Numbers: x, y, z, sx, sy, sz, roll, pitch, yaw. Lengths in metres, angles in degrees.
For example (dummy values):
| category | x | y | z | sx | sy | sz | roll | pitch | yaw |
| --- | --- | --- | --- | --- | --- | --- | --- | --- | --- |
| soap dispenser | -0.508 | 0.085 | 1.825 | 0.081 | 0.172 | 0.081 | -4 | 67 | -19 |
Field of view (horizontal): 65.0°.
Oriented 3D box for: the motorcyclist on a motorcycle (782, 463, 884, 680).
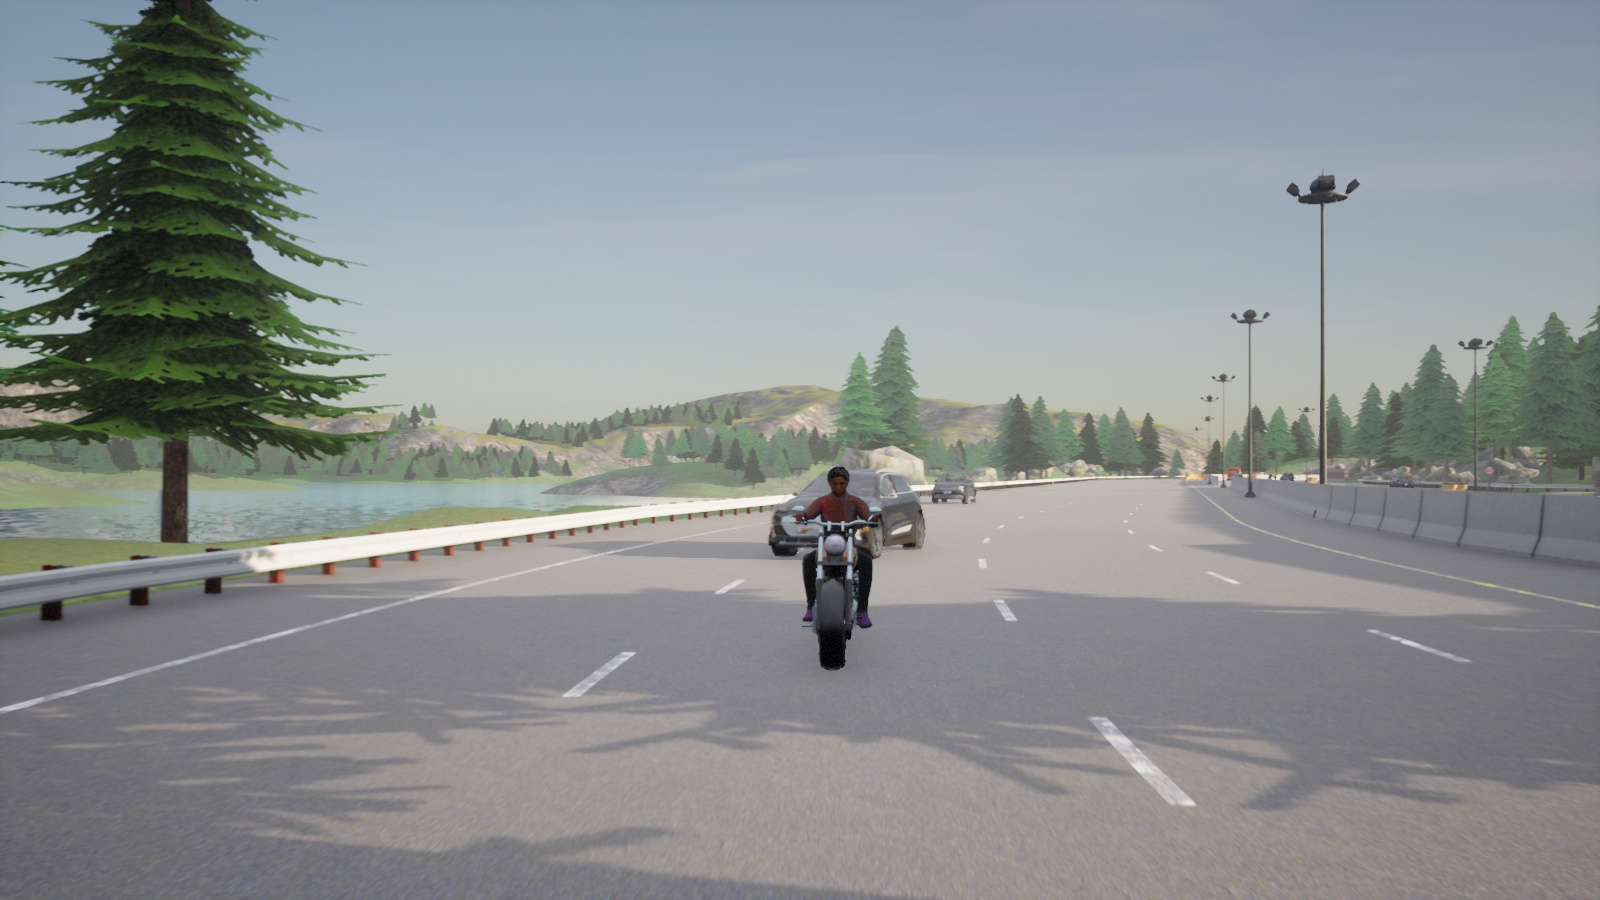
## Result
| category | x | y | z | sx | sy | sz | roll | pitch | yaw |
| --- | --- | --- | --- | --- | --- | --- | --- | --- | --- |
| motorcyclist on a motorcycle | 0.329 | 0.944 | 10.752 | 0.766 | 1.649 | 2.350 | 0 | -1 | 4 |

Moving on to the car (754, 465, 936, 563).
| category | x | y | z | sx | sy | sz | roll | pitch | yaw |
| --- | --- | --- | --- | --- | --- | --- | --- | --- | --- |
| car | 1.004 | 1.143 | 23.954 | 2.033 | 1.649 | 4.856 | 0 | -1 | 21 |

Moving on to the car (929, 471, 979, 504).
| category | x | y | z | sx | sy | sz | roll | pitch | yaw |
| --- | --- | --- | --- | --- | --- | --- | --- | --- | --- |
| car | 7.519 | 1.790 | 61.141 | 1.789 | 1.549 | 3.705 | 0 | -1 | 17 |
